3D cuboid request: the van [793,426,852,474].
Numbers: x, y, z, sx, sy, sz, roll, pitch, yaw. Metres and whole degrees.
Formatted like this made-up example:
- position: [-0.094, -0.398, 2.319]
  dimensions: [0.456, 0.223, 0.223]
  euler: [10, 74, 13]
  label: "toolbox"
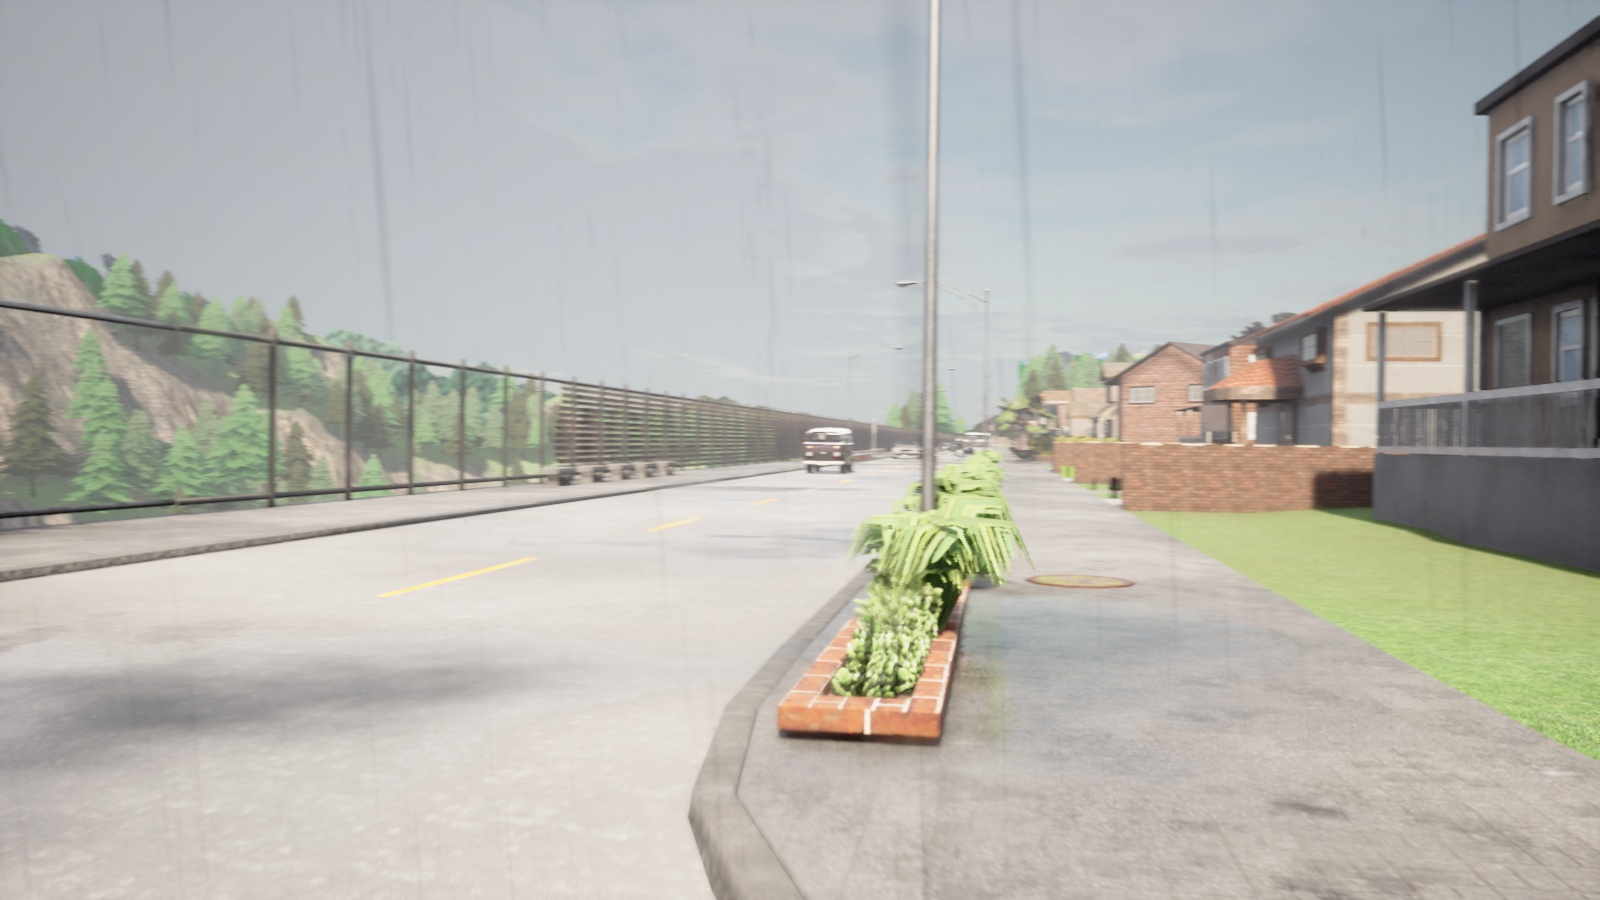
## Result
- position: [1.049, -0.011, 56.299]
  dimensions: [2.069, 2.038, 4.480]
  euler: [0, 0, 9]
  label: "van"
